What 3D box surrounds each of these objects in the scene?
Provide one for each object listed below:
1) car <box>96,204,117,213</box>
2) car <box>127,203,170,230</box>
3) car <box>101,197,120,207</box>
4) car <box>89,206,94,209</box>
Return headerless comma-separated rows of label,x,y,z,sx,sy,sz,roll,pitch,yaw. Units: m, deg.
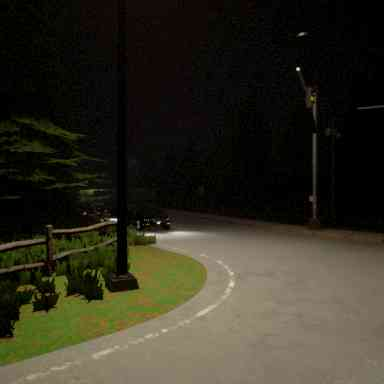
car,-7.045,1.537,29.761,1.994,1.385,4.181,0,0,-24
car,-2.893,1.478,20.716,1.837,1.490,4.892,0,0,-25
car,-12.585,1.513,51.141,2.033,1.411,5.357,0,0,-24
car,-11.219,1.499,39.095,1.812,1.442,4.674,0,0,-24
